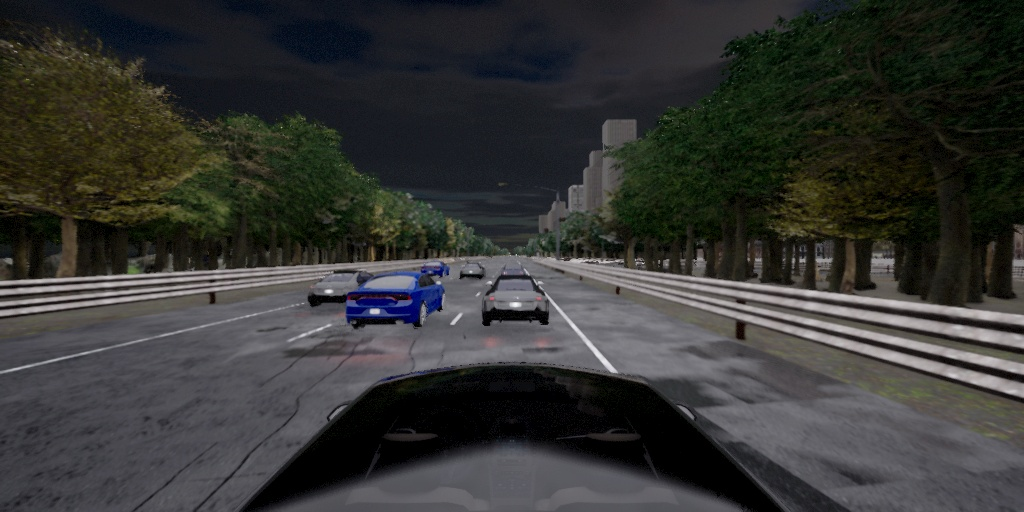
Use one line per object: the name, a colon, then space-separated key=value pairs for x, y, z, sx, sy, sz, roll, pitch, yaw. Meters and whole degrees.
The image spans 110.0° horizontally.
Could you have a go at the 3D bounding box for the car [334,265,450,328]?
car: x=-3.400 y=1.223 z=11.370 sx=1.882 sy=1.535 sz=5.008 roll=0 pitch=0 yaw=0

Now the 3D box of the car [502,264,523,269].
car: x=0.103 y=1.315 z=29.619 sx=1.895 sy=1.301 sz=4.718 roll=0 pitch=0 yaw=0

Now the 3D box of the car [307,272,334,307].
car: x=-6.900 y=1.306 z=15.519 sx=1.994 sy=1.385 sz=4.181 roll=0 pitch=0 yaw=0

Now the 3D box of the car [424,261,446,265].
car: x=-6.898 y=1.180 z=32.653 sx=1.882 sy=1.535 sz=5.008 roll=0 pitch=0 yaw=0

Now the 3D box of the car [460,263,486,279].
car: x=-3.397 y=1.271 z=31.630 sx=1.994 sy=1.385 sz=4.181 roll=0 pitch=0 yaw=0

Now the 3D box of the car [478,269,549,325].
car: x=0.100 y=1.309 z=11.862 sx=1.994 sy=1.385 sz=4.181 roll=0 pitch=0 yaw=0
